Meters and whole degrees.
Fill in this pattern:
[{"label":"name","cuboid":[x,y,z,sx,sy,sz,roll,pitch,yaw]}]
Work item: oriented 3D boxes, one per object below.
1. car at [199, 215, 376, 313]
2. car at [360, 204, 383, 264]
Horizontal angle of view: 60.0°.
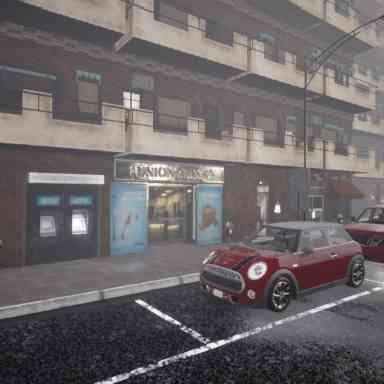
[{"label":"car","cuboid":[2.126,1.442,7.621,4.097,1.590,1.967,0,0,-36]},{"label":"car","cuboid":[6.628,1.321,10.844,5.009,1.841,2.192,0,0,-36]}]
